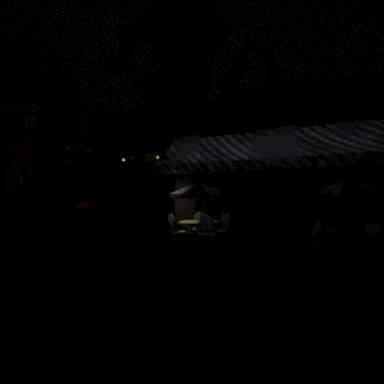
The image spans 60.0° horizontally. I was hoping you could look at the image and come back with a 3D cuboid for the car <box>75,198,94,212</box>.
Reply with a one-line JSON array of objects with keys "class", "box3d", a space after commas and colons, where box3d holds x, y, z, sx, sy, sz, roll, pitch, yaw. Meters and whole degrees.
[{"class": "car", "box3d": [-11.790, 1.463, 40.302, 2.097, 1.767, 4.553, 0, 0, 33]}]
